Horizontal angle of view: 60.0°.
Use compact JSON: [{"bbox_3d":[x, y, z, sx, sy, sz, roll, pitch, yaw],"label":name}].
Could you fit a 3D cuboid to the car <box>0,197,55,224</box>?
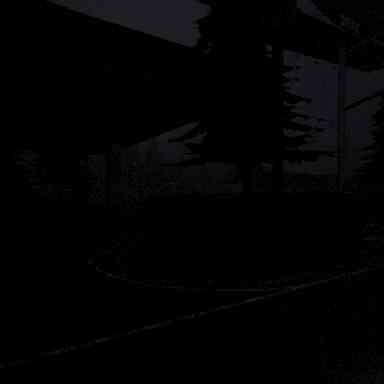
[{"bbox_3d":[-11.923,1.313,23.512,3.866,1.878,1.905,0,0,-36],"label":"car"}]
